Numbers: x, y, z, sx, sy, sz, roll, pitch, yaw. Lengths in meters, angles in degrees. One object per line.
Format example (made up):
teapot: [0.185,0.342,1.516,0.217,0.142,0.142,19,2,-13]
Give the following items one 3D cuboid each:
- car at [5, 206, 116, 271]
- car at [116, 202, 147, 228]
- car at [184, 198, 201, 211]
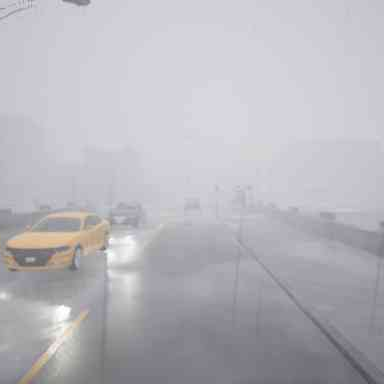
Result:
car: [-4.094,1.428,10.920,1.882,1.535,5.008,0,0,0]
car: [-4.064,1.395,21.190,2.128,1.511,4.902,0,0,0]
car: [0.091,1.379,37.175,2.033,1.411,5.357,0,0,0]
